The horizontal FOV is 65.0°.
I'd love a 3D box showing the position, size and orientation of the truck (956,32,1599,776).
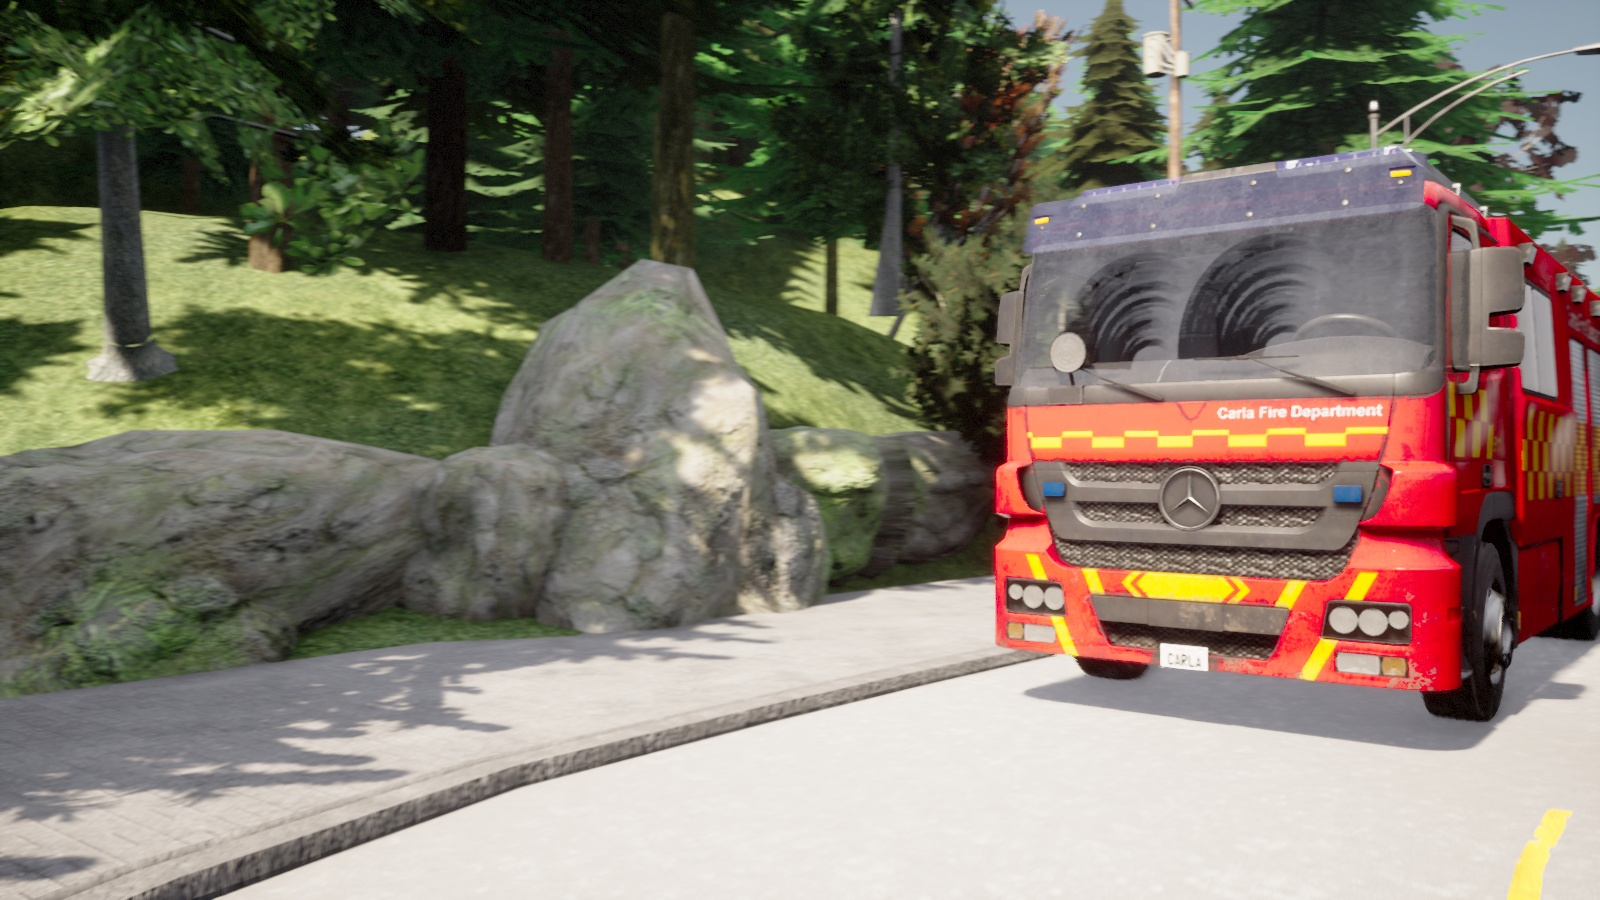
[{"bbox_3d":[4.823,-0.178,10.658,2.891,3.827,8.468,-1,-1,39],"label":"truck"}]
